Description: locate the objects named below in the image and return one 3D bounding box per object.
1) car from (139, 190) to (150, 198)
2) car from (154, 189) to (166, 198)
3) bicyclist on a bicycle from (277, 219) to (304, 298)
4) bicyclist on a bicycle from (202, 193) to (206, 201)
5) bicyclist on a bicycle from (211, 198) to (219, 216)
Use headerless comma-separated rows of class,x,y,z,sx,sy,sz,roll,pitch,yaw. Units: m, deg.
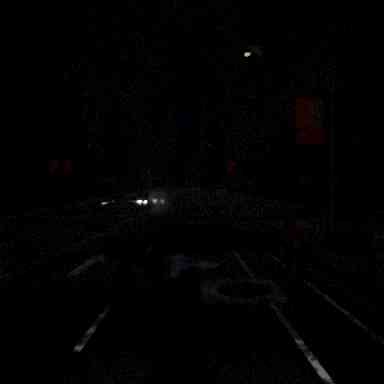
car,-9.876,0.415,69.223,2.128,1.511,4.902,0,1,0
car,-6.626,0.245,69.255,2.097,1.767,4.553,0,1,0
bicyclist on a bicycle,2.246,1.455,7.606,0.582,1.620,1.656,0,0,0
bicyclist on a bicycle,2.123,0.919,59.133,0.866,1.612,1.509,0,1,0
bicyclist on a bicycle,2.195,1.376,31.128,0.866,1.612,1.509,0,1,0
